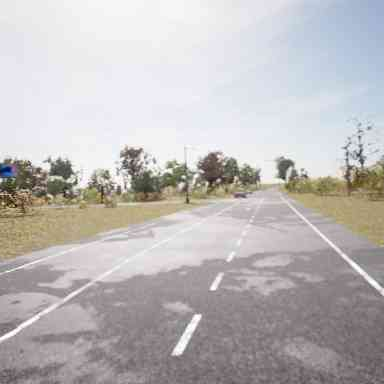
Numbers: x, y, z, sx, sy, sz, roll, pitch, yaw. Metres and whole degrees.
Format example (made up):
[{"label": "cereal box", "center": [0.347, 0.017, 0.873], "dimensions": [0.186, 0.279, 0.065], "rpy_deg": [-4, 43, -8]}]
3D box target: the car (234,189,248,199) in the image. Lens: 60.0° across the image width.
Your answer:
[{"label": "car", "center": [10.754, 0.402, 74.551], "dimensions": [2.150, 2.045, 5.566], "rpy_deg": [-3, 0, 14]}]
